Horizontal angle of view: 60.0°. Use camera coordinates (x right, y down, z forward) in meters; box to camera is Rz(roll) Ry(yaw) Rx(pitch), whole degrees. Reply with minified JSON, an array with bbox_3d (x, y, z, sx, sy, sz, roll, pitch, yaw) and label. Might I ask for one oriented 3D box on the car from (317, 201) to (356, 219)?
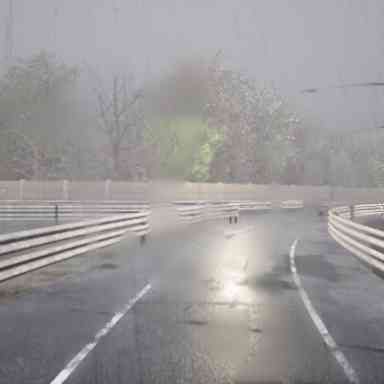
[{"bbox_3d":[12.786,1.560,29.209,4.902,1.511,2.128,0,0,-44],"label":"car"}]
